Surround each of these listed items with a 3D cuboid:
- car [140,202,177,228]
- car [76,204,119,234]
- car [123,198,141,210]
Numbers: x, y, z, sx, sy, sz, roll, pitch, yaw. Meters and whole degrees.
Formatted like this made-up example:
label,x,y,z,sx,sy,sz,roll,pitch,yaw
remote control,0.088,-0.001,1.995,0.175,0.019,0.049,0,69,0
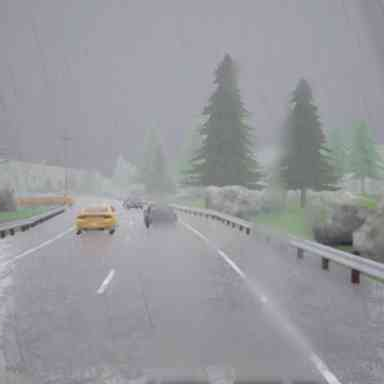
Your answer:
label,x,y,z,sx,sy,sz,roll,pitch,yaw
car,-2.207,1.522,21.816,1.895,1.301,4.718,0,0,-11
car,-5.233,1.418,18.828,1.882,1.535,5.008,0,0,-9
car,-7.129,1.411,40.059,2.033,1.411,5.357,0,0,-19
